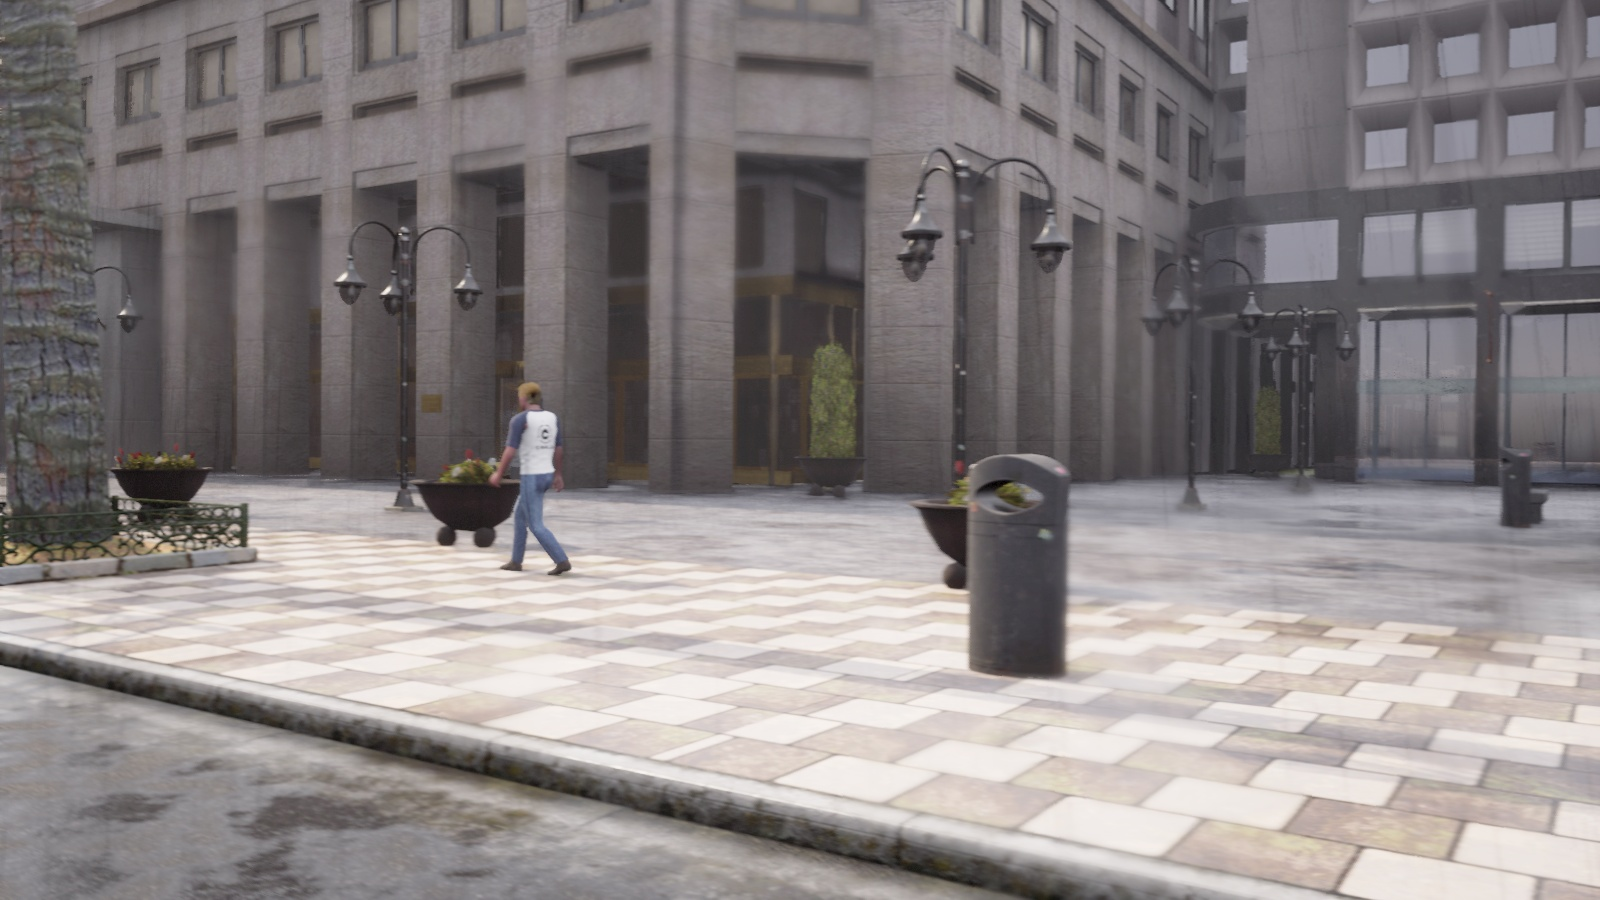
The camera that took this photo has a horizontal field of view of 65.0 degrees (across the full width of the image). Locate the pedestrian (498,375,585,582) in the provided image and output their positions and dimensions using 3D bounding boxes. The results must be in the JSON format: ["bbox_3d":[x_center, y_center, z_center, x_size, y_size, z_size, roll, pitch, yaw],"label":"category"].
[{"bbox_3d":[-2.354,0.253,11.446,0.706,1.836,0.354,0,1,31],"label":"pedestrian"}]
